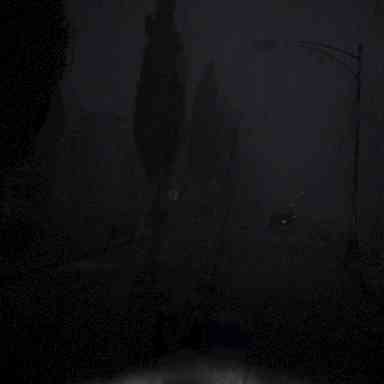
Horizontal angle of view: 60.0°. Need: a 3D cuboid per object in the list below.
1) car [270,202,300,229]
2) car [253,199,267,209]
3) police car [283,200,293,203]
[{"bbox_3d":[6.534,1.718,23.419,1.812,1.442,4.674,2,0,17],"label":"car"},{"bbox_3d":[10.974,1.850,53.378,2.033,1.411,5.357,2,0,16],"label":"car"},{"bbox_3d":[13.272,1.893,46.878,2.038,1.542,4.974,2,0,16],"label":"police car"}]
